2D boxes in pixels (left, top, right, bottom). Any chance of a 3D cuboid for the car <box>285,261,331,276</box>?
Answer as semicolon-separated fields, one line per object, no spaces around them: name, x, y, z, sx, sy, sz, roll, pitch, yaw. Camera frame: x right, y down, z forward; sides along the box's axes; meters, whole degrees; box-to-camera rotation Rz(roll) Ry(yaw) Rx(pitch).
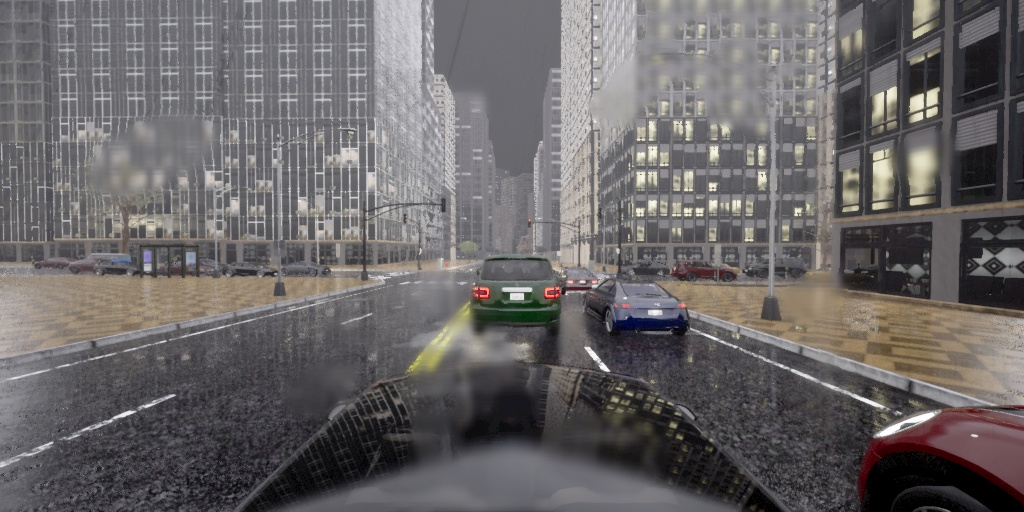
car;-19.401;1.156;33.771;4.181;1.385;1.994;1;1;1

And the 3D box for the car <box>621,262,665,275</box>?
car;13.384;1.338;36.465;4.892;1.490;1.837;1;1;2

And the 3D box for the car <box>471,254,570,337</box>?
car;0.117;0.967;10.405;2.150;2.045;5.566;0;0;0

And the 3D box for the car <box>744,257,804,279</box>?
car;26.387;1.170;36.117;5.566;2.045;2.150;1;1;1

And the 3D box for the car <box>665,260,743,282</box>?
car;16.251;1.268;30.533;5.009;1.841;2.192;0;0;1

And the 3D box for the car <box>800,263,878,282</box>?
car;27.698;1.577;30.313;4.829;1.417;1.751;0;0;1

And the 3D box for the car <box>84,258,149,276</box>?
car;-34.037;1.068;31.466;4.313;1.339;1.948;0;0;1

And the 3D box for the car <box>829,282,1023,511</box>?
car;3.344;1.103;0.454;2.097;1.767;4.553;0;0;0

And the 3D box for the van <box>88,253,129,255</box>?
van;-45.211;0.603;40.149;3.998;1.789;1.690;0;0;1

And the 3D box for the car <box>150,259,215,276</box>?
car;-28.357;1.137;31.282;4.207;1.307;1.802;0;0;1

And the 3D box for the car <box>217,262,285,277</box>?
car;-22.673;1.172;31.137;4.313;1.339;1.948;0;0;1

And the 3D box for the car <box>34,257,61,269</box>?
car;-50.893;0.791;40.275;4.207;1.307;1.802;0;0;1

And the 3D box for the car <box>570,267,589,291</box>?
car;3.388;1.287;19.740;2.033;1.411;5.357;0;0;0

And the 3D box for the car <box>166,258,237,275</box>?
car;-29.370;0.993;33.993;4.902;1.511;2.128;1;1;1

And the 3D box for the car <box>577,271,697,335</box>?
car;3.374;1.309;10.498;1.994;1.385;4.181;0;0;-1

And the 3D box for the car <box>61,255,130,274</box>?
car;-39.442;0.936;34.224;4.674;1.442;1.812;1;1;2
